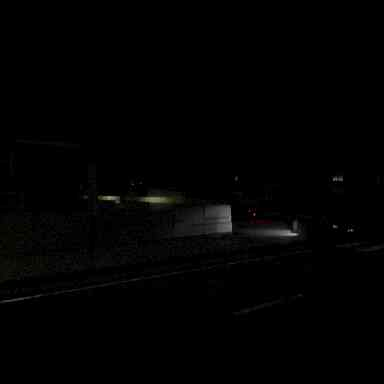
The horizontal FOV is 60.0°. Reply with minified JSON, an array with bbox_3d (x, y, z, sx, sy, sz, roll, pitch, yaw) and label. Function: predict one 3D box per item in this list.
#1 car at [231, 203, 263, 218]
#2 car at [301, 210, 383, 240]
[{"bbox_3d":[4.105,1.636,30.374,1.895,1.301,4.718,0,0,-34],"label":"car"},{"bbox_3d":[8.057,1.552,15.862,5.357,1.411,2.033,0,0,22],"label":"car"}]
